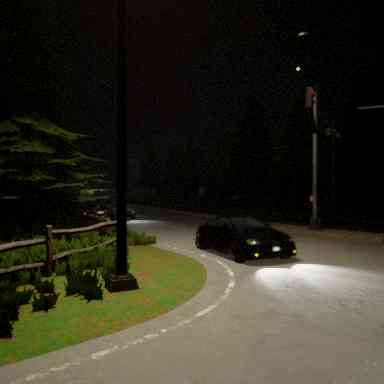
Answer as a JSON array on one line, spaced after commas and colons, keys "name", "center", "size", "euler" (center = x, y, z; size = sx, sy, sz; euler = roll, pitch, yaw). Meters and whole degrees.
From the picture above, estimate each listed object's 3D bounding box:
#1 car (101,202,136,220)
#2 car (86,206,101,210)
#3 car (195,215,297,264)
[{"name": "car", "center": [-6.009, 1.497, 27.483], "size": [1.812, 1.442, 4.674], "euler": [0, 0, -24]}, {"name": "car", "center": [-11.579, 1.458, 39.982], "size": [2.128, 1.511, 4.902], "euler": [0, 0, -24]}, {"name": "car", "center": [1.732, 1.537, 11.865], "size": [1.994, 1.385, 4.181], "euler": [0, 0, -25]}]
